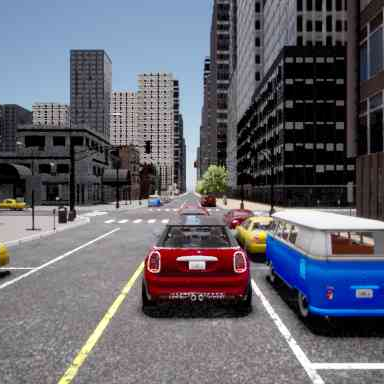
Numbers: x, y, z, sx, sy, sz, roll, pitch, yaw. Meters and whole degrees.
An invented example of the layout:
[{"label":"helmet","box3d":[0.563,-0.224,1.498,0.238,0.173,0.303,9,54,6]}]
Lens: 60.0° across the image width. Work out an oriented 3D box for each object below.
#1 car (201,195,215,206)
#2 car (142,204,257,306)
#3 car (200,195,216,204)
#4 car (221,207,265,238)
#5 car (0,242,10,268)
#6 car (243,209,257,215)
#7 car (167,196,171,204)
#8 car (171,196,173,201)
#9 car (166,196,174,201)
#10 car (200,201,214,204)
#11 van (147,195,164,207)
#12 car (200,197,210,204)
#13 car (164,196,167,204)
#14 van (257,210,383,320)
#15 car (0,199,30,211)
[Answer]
[{"label":"car","box3d":[2.612,1.380,56.268,2.192,1.841,5.009,0,0,0]},{"label":"car","box3d":[0.089,1.352,8.168,2.097,1.767,4.553,0,0,0]},{"label":"car","box3d":[2.620,1.369,50.743,2.192,1.841,5.009,0,0,0]},{"label":"car","box3d":[2.663,1.587,18.355,1.802,1.307,4.206,0,0,0]},{"label":"car","box3d":[-5.701,1.525,6.847,1.752,1.417,4.829,0,0,0]},{"label":"car","box3d":[2.671,1.527,12.863,1.752,1.417,4.829,0,0,0]},{"label":"car","box3d":[-5.782,1.529,67.303,1.967,1.590,4.097,0,0,0]},{"label":"car","box3d":[-5.789,1.653,72.825,2.008,1.369,4.403,0,0,0]},{"label":"car","box3d":[-5.811,1.673,89.227,1.752,1.417,4.829,0,0,0]},{"label":"car","box3d":[0.077,1.482,17.374,1.882,1.535,5.008,0,0,0]},{"label":"van","box3d":[-5.760,1.395,50.730,1.690,1.788,3.998,0,0,0]},{"label":"car","box3d":[2.599,1.655,67.316,1.947,1.339,4.313,0,0,0]},{"label":"car","box3d":[-5.767,1.505,56.254,1.967,1.590,4.097,0,0,0]},{"label":"van","box3d":[2.678,1.341,7.028,1.690,1.788,3.998,0,0,0]},{"label":"car","box3d":[-21.460,1.469,38.541,4.829,1.417,1.752,0,0,0]}]
